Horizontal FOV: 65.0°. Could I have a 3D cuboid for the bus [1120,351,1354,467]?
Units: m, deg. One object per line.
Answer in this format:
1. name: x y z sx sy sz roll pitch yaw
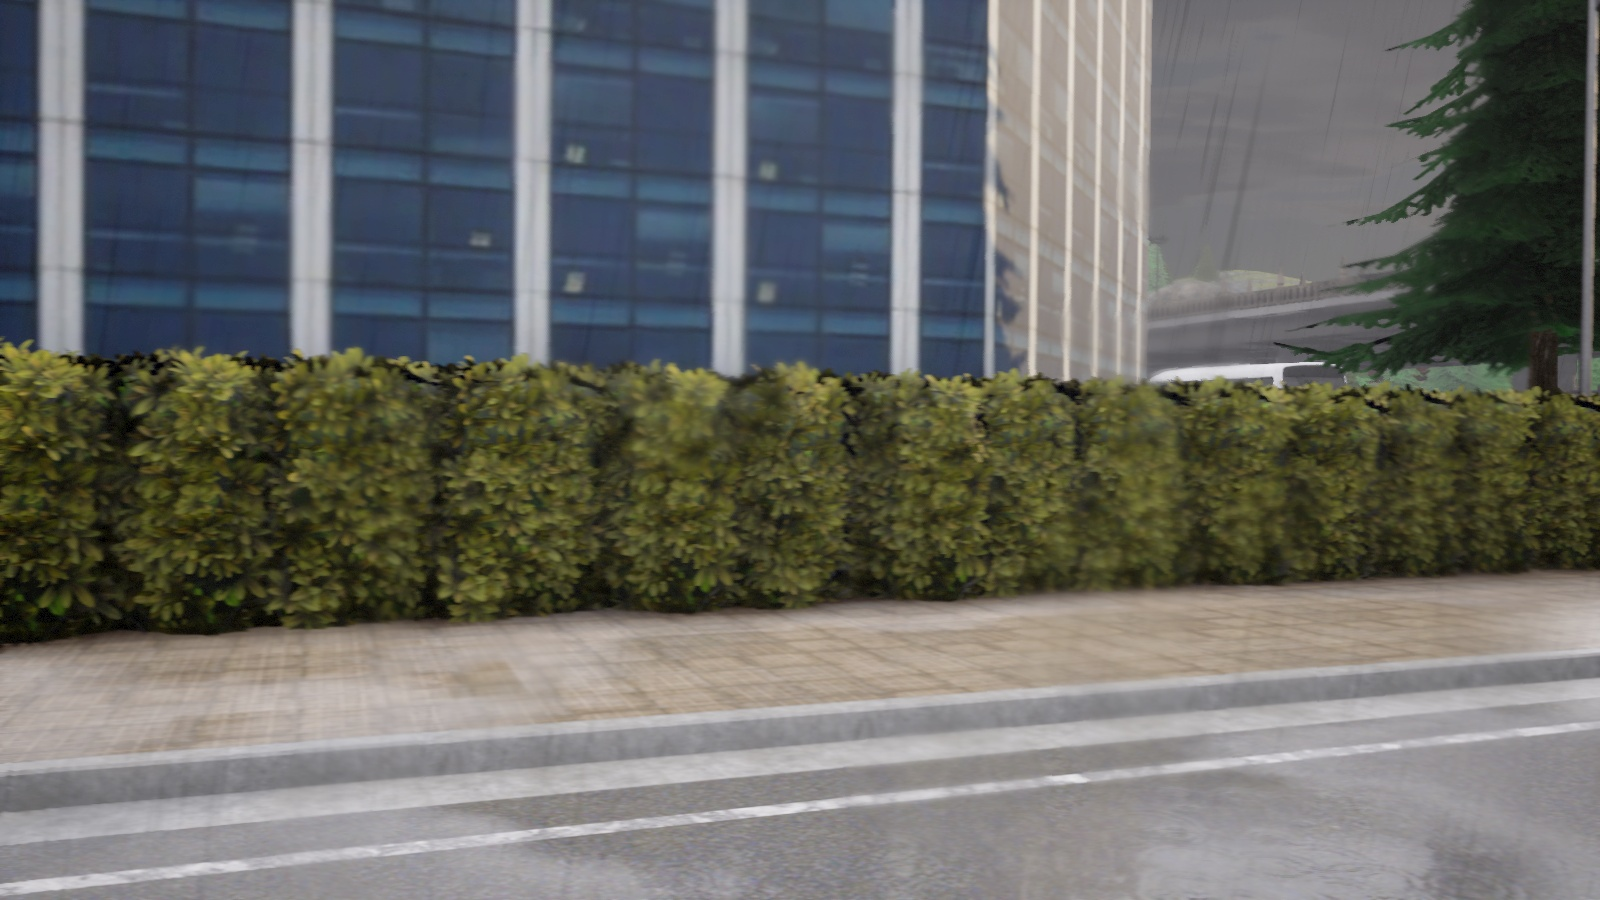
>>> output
1. bus: 17.540 -1.663 51.571 3.944 4.253 10.273 -1 2 -15
